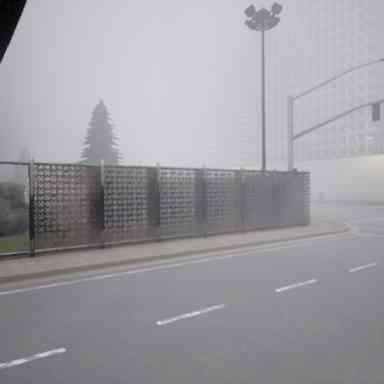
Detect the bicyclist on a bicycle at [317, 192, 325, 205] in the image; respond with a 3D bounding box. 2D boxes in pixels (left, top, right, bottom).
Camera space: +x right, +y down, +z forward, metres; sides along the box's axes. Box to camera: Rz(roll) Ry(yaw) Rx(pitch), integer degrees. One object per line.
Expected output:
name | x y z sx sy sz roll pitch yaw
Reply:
bicyclist on a bicycle | 16.608 0.851 42.833 1.656 1.620 0.582 -1 1 -35
